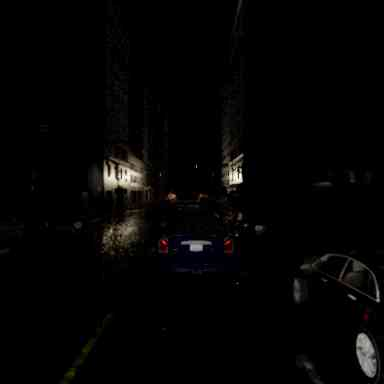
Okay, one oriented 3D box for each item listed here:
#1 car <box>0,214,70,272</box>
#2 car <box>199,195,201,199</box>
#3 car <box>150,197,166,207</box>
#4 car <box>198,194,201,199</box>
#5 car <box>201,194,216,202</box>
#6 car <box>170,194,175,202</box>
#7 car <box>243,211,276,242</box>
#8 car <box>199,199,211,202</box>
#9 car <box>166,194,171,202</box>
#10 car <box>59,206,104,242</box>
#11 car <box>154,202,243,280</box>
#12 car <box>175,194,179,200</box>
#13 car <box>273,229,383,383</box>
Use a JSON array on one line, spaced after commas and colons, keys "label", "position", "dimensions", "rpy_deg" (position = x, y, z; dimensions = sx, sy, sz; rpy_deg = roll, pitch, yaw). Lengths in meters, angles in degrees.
[{"label": "car", "position": [-5.674, 1.584, 10.671], "dimensions": [1.802, 1.307, 4.206], "rpy_deg": [0, 0, 0]}, {"label": "car", "position": [2.889, 1.623, 64.083], "dimensions": [2.008, 1.369, 4.403], "rpy_deg": [0, 0, 0]}, {"label": "car", "position": [-5.653, 1.631, 53.276], "dimensions": [1.802, 1.307, 4.206], "rpy_deg": [0, 0, 0]}, {"label": "car", "position": [2.904, 1.544, 74.901], "dimensions": [1.967, 1.590, 4.097], "rpy_deg": [0, 0, 0]}, {"label": "car", "position": [2.872, 1.490, 53.266], "dimensions": [1.967, 1.590, 4.097], "rpy_deg": [0, 0, 0]}, {"label": "car", "position": [-5.613, 1.646, 80.148], "dimensions": [1.752, 1.417, 4.829], "rpy_deg": [0, 0, 0]}, {"label": "car", "position": [2.850, 1.571, 16.175], "dimensions": [1.947, 1.339, 4.313], "rpy_deg": [0, 0, 0]}, {"label": "car", "position": [0.091, 1.485, 22.648], "dimensions": [1.882, 1.535, 5.008], "rpy_deg": [0, 0, 0]}, {"label": "car", "position": [-5.636, 1.623, 64.093], "dimensions": [2.008, 1.369, 4.403], "rpy_deg": [0, 0, 0]}, {"label": "car", "position": [-5.676, 1.445, 16.173], "dimensions": [1.967, 1.590, 4.097], "rpy_deg": [0, 0, 0]}, {"label": "car", "position": [0.100, 1.355, 10.091], "dimensions": [2.097, 1.767, 4.553], "rpy_deg": [0, 0, 0]}, {"label": "car", "position": [-5.598, 1.480, 91.136], "dimensions": [2.192, 1.841, 5.009], "rpy_deg": [0, 0, 0]}, {"label": "car", "position": [2.853, 1.552, 5.173], "dimensions": [2.008, 1.369, 4.403], "rpy_deg": [0, 0, 0]}]
